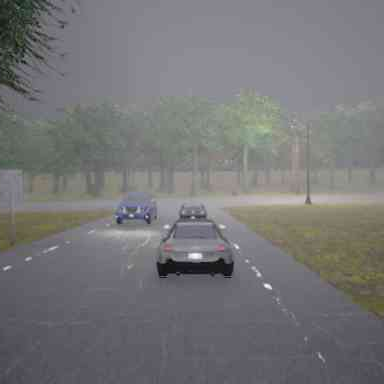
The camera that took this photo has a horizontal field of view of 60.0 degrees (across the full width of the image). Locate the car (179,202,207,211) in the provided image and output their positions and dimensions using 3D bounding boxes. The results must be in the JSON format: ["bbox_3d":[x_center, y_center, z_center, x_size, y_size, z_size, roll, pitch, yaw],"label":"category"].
[{"bbox_3d":[0.070,1.378,24.206,1.895,1.301,4.718,0,1,0],"label":"car"}]

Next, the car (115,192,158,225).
[{"bbox_3d":[-3.610,1.016,22.533,2.150,2.045,5.566,0,0,0],"label":"car"}]

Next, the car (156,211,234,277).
[{"bbox_3d":[0.081,1.475,9.935,1.994,1.385,4.181,0,1,0],"label":"car"}]
